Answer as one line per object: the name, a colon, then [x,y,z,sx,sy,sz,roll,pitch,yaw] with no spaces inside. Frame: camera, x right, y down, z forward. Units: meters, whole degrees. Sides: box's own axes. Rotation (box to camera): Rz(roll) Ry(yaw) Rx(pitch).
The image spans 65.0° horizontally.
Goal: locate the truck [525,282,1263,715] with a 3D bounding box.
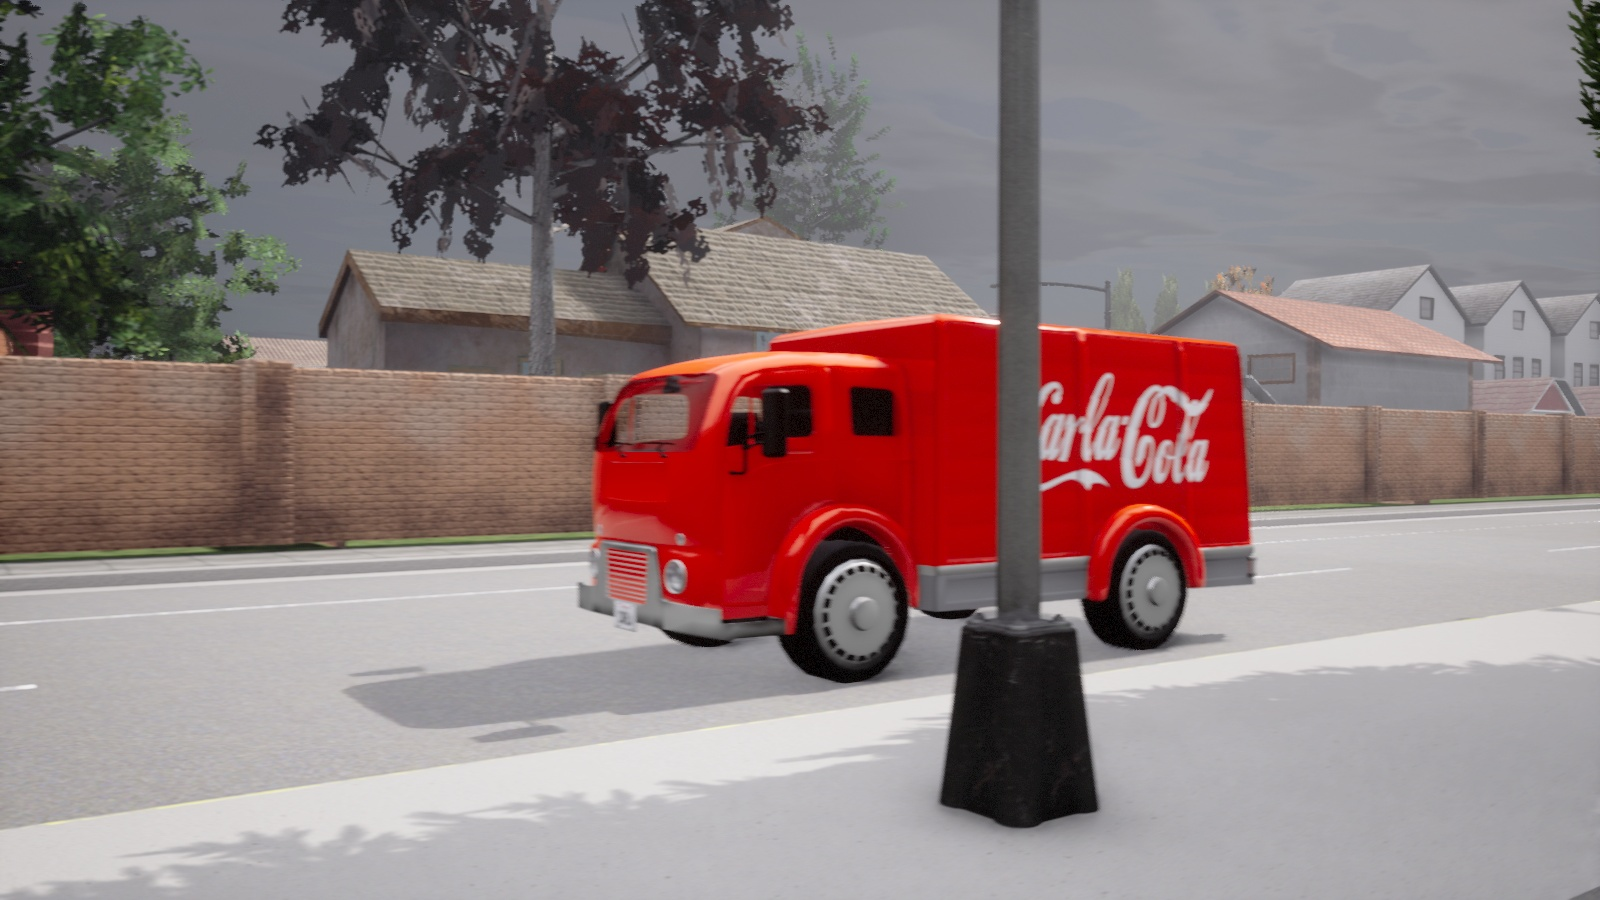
truck: [0.845,0.280,9.732,5.204,2.467,2.627,0,0,-35]
